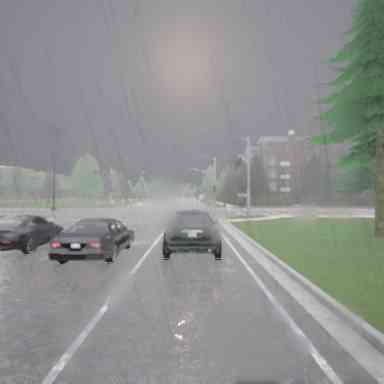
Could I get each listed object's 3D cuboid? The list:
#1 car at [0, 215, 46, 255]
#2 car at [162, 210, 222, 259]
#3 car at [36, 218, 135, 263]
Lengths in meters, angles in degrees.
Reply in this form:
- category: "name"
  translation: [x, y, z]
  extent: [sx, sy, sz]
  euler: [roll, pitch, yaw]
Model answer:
- category: "car"
  translation: [-6.977, 1.681, 13.880]
  extent: [1.812, 1.442, 4.674]
  euler: [0, 0, 0]
- category: "car"
  translation: [0.020, 1.502, 13.404]
  extent: [2.097, 1.767, 4.553]
  euler: [0, -1, 0]
- category: "car"
  translation: [-3.490, 1.688, 12.485]
  extent: [2.033, 1.411, 5.357]
  euler: [0, -1, 0]
